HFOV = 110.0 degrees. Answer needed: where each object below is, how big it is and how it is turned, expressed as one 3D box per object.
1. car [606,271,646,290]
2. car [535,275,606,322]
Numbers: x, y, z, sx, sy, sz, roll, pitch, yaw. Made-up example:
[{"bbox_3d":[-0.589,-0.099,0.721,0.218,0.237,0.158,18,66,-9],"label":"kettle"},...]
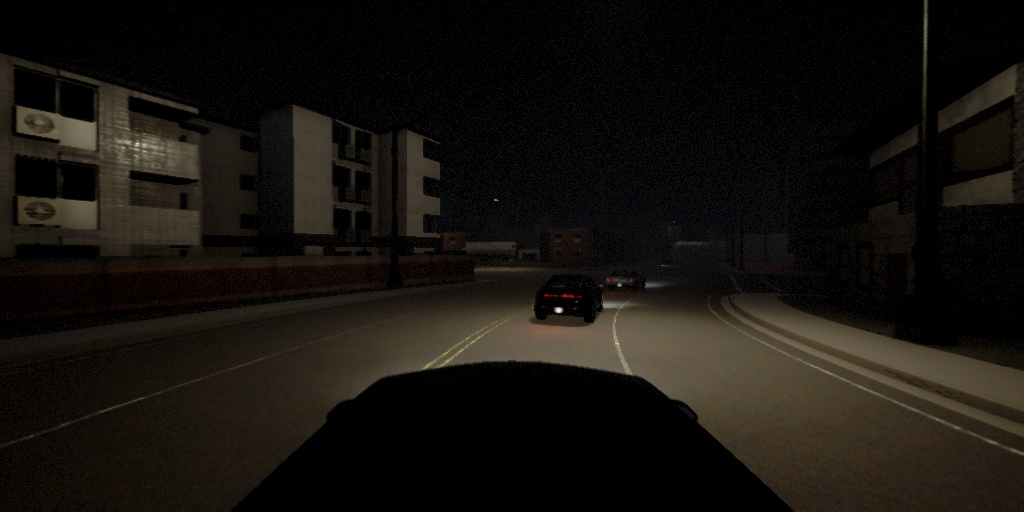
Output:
[{"bbox_3d":[8.231,1.694,25.620,1.895,1.301,4.718,0,-1,30],"label":"car"},{"bbox_3d":[2.230,1.425,13.252,1.837,1.490,4.892,0,0,19],"label":"car"}]
